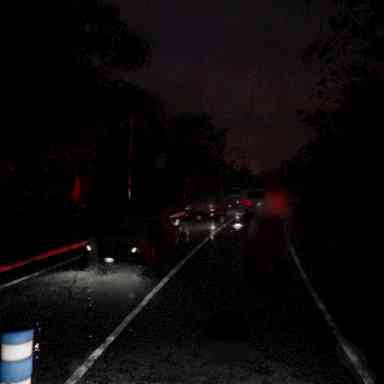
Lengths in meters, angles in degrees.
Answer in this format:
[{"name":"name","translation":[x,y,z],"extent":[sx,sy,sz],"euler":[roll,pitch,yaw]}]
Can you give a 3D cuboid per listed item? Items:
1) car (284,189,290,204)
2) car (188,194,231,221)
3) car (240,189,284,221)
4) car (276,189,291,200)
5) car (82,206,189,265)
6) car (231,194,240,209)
[{"name":"car","translation":[10.101,0.659,38.771],"extent":[2.033,1.411,5.357],"euler":[0,2,19]},{"name":"car","translation":[1.063,0.952,22.891],"extent":[2.097,1.767,4.553],"euler":[0,2,17]},{"name":"car","translation":[5.016,0.797,23.260],"extent":[2.150,2.045,5.566],"euler":[0,1,17]},{"name":"car","translation":[13.397,0.316,48.536],"extent":[2.128,1.511,4.902],"euler":[0,2,16]},{"name":"car","translation":[-1.758,1.446,11.788],"extent":[2.033,1.411,5.357],"euler":[1,1,12]},{"name":"car","translation":[4.144,0.921,32.493],"extent":[1.895,1.301,4.718],"euler":[0,2,19]}]
